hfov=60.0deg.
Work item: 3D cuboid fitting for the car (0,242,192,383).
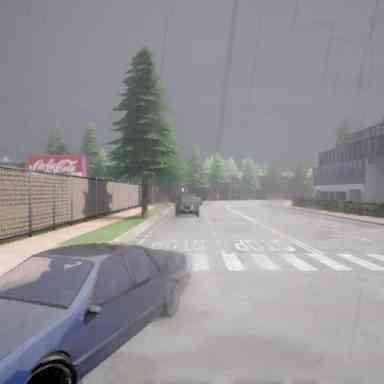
[{"bbox_3d":[-1.633,1.550,5.032,2.033,1.411,5.357,0,0,20],"label":"car"}]

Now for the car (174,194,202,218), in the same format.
[{"bbox_3d":[-0.405,1.248,30.877,2.150,2.045,5.566,0,0,1],"label":"car"}]

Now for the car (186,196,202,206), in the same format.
[{"bbox_3d":[0.402,1.452,55.898,1.882,1.535,5.008,-1,0,10],"label":"car"}]
